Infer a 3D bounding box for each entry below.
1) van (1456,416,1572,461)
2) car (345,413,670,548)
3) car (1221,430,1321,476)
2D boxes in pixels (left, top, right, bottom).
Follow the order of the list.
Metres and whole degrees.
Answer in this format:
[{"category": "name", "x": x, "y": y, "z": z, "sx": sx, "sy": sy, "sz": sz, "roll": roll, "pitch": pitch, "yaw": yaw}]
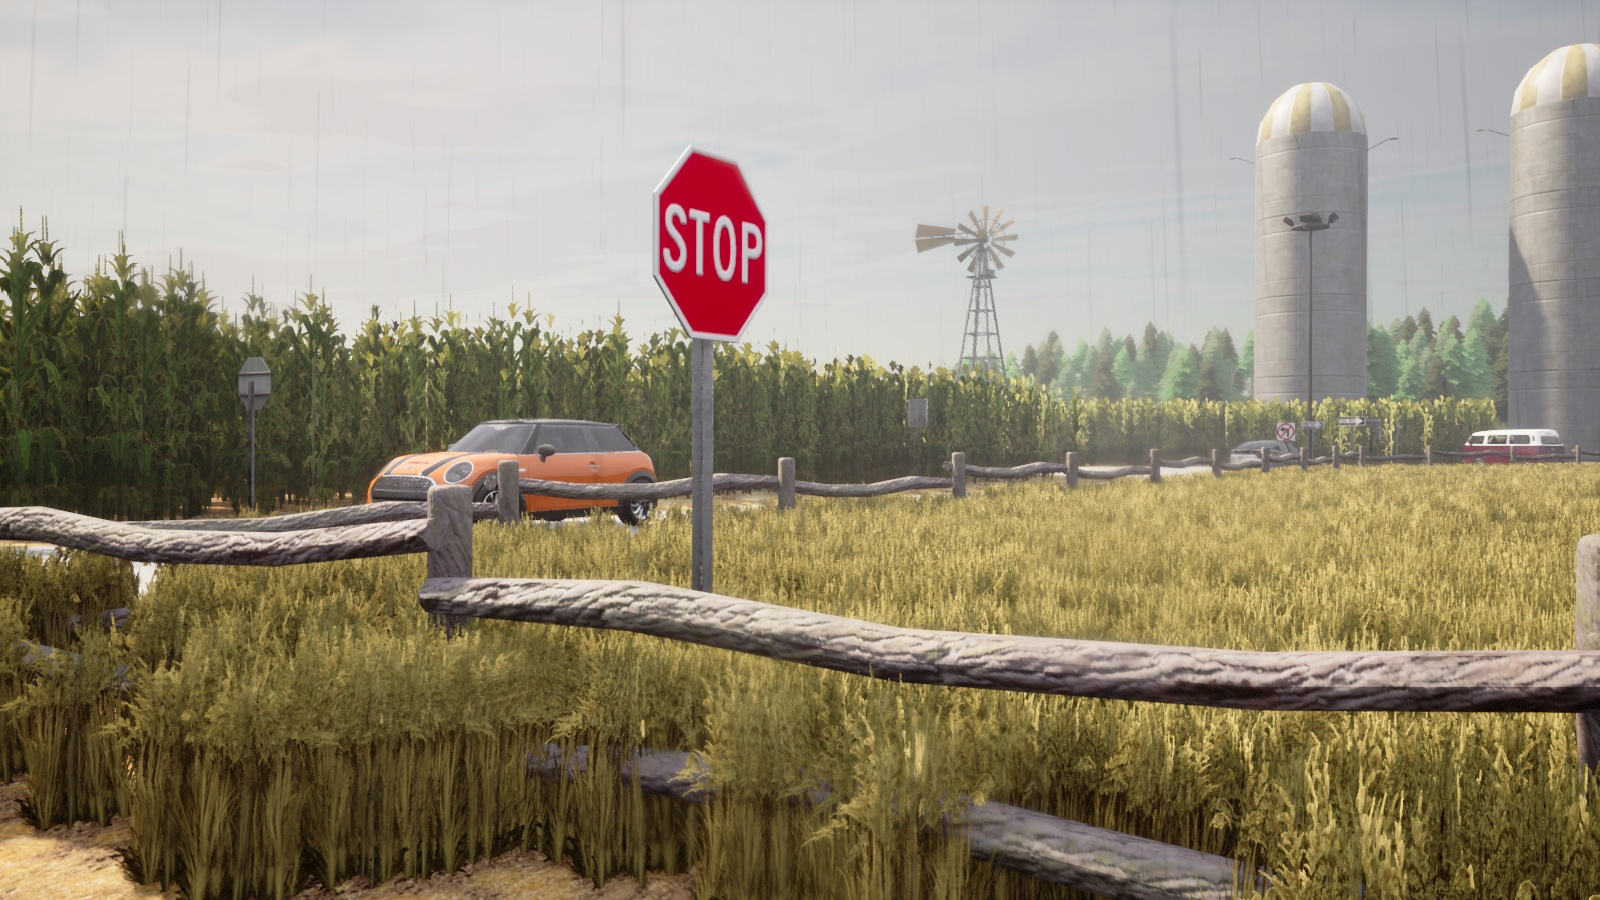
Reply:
[{"category": "van", "x": 33.181, "y": -0.532, "z": 58.517, "sx": 2.069, "sy": 2.038, "sz": 4.480, "roll": -1, "pitch": 1, "yaw": -17}, {"category": "car", "x": -4.234, "y": 0.387, "z": 18.912, "sx": 2.097, "sy": 1.767, "sz": 4.553, "roll": -1, "pitch": 0, "yaw": 34}, {"category": "car", "x": 16.632, "y": 0.079, "z": 44.195, "sx": 2.007, "sy": 1.525, "sz": 4.514, "roll": -1, "pitch": 1, "yaw": 38}]
